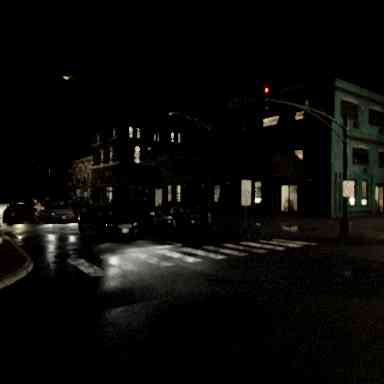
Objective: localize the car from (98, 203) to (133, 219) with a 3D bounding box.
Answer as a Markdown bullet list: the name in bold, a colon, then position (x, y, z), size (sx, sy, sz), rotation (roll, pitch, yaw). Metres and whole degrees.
- **car**: position (-7.431, 1.756, 31.962), size (1.802, 1.307, 4.206), rotation (1, -1, -35)

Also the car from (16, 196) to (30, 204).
- **car**: position (-39.817, 1.759, 78.432), size (2.192, 1.841, 5.009), rotation (1, -1, -35)

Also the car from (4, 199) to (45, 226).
- **car**: position (-12.009, 1.484, 23.407), size (1.967, 1.590, 4.097), rotation (1, -1, -35)

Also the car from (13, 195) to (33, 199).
- **car**: position (-20.729, 1.393, 40.829), size (2.150, 2.045, 5.566), rotation (1, -1, -34)

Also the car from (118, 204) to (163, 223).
- **car**: position (-4.307, 1.714, 27.459), size (1.947, 1.339, 4.313), rotation (1, -1, -35)

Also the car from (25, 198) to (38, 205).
- **car**: position (-33.587, 1.916, 69.447), size (1.752, 1.417, 4.829), rotation (1, -1, -35)

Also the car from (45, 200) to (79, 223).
- **car**: position (-10.732, 1.612, 26.345), size (1.812, 1.442, 4.674), rotation (1, -1, -35)

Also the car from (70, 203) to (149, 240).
- **car**: position (-4.464, 1.527, 17.308), size (2.128, 1.511, 4.902), rotation (1, -1, -35)

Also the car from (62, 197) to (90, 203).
- **car**: position (-14.440, 1.546, 41.991), size (2.192, 1.841, 5.009), rotation (1, -1, -35)

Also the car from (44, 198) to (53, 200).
- **car**: position (-24.000, 1.750, 55.624), size (1.967, 1.590, 4.097), rotation (1, -1, -35)

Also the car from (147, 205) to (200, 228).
- **car**: position (-1.183, 1.674, 22.954), size (2.008, 1.369, 4.403), rotation (1, -1, -35)
